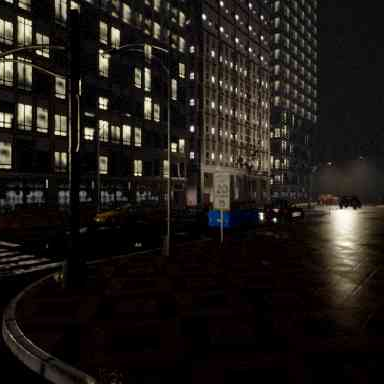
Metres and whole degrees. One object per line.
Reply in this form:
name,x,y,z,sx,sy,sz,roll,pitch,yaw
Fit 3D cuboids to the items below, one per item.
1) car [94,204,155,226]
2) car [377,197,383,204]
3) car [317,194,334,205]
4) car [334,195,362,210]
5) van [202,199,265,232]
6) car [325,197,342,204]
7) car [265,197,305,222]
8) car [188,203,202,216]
car,-4.751,1.540,23.971,1.752,1.417,4.829,0,0,38
car,38.174,1.658,66.534,1.947,1.339,4.313,0,0,38
car,25.141,1.380,62.535,2.192,1.841,5.009,0,0,38
car,21.191,1.368,44.503,2.192,1.841,5.009,0,0,38
van,2.636,1.368,20.252,1.690,1.788,3.998,0,0,38
car,28.538,1.624,66.940,2.008,1.369,4.403,0,0,38
car,7.603,1.472,26.877,1.967,1.590,4.097,0,0,38
car,1.362,1.604,31.689,1.802,1.307,4.206,0,0,38
